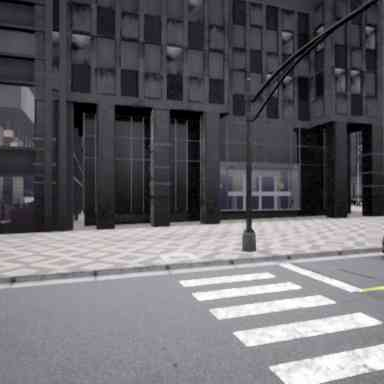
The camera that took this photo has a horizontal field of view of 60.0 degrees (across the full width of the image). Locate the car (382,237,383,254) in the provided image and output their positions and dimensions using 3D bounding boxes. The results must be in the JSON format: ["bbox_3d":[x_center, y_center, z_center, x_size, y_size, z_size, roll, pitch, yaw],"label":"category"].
[{"bbox_3d":[8.280,1.193,10.322,4.553,1.767,2.097,-1,0,-16],"label":"car"}]

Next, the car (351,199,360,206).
[{"bbox_3d":[20.428,1.269,45.195,1.895,1.301,4.718,0,0,-17],"label":"car"}]
